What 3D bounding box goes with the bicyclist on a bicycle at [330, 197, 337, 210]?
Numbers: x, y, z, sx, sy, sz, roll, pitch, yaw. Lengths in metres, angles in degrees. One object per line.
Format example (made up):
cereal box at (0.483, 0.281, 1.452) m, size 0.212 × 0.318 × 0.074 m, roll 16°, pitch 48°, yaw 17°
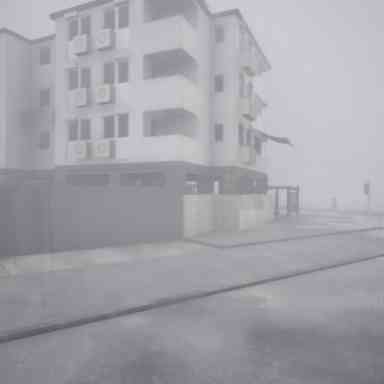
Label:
bicyclist on a bicycle at (17.865, 1.486, 41.901) m, size 1.656 × 1.620 × 0.582 m, roll 0°, pitch 0°, yaw -36°
